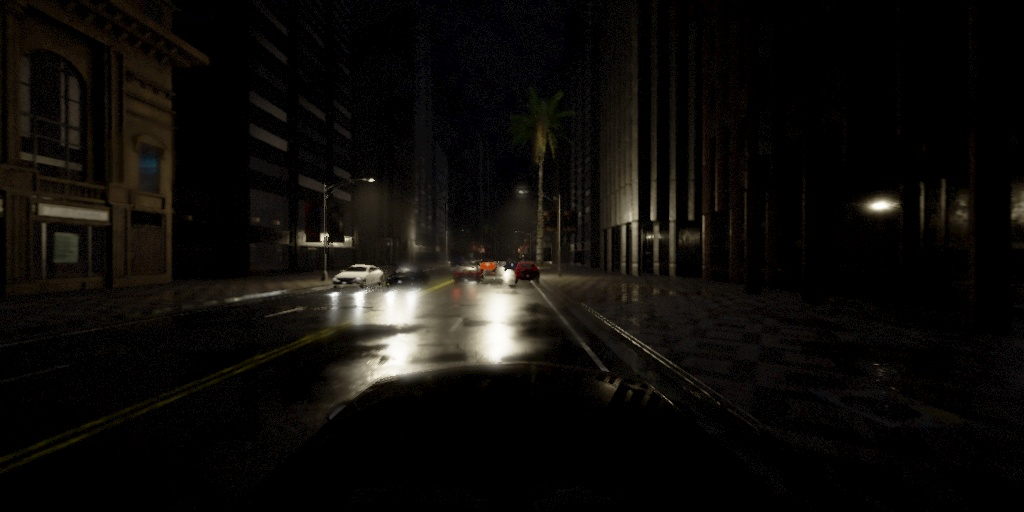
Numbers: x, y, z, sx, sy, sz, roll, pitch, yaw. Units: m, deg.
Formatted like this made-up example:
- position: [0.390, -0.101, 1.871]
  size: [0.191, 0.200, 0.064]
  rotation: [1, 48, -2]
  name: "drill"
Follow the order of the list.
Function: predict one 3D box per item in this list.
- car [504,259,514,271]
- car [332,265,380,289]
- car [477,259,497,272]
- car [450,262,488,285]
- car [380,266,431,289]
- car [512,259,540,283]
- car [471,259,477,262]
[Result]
- position: [0.017, 1.175, 49.398]
  size: [2.097, 1.767, 4.553]
  rotation: [0, 0, 0]
  name: "car"
- position: [-9.845, 1.301, 23.367]
  size: [1.812, 1.442, 4.674]
  rotation: [0, 0, 0]
  name: "car"
- position: [-3.150, 1.173, 48.096]
  size: [2.097, 1.767, 4.553]
  rotation: [0, 0, 0]
  name: "car"
- position: [-3.150, 1.382, 26.939]
  size: [1.895, 1.301, 4.718]
  rotation: [0, 0, 0]
  name: "car"
- position: [-6.595, 1.339, 23.123]
  size: [1.994, 1.385, 4.181]
  rotation: [0, 0, 0]
  name: "car"
- position: [1.138, 1.260, 28.048]
  size: [1.882, 1.535, 5.008]
  rotation: [0, 0, 0]
  name: "car"
- position: [-6.513, 1.359, 64.923]
  size: [2.128, 1.511, 4.902]
  rotation: [0, 0, 0]
  name: "car"
